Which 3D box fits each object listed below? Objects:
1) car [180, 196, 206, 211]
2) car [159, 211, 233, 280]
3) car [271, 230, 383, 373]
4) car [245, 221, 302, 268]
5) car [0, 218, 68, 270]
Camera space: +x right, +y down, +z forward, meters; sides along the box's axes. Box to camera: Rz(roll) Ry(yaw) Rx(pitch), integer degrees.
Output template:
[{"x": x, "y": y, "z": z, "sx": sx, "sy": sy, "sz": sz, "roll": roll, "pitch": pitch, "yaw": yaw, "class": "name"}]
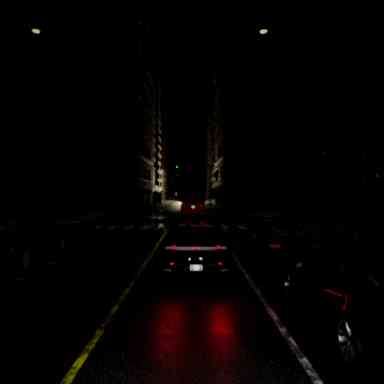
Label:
[{"x": 0.096, "y": 1.357, "z": 31.202, "sx": 2.150, "sy": 2.045, "sz": 5.566, "roll": 0, "pitch": 0, "yaw": 0, "class": "car"}, {"x": 0.100, "y": 1.543, "z": 10.113, "sx": 2.128, "sy": 1.511, "sz": 4.902, "roll": 0, "pitch": 0, "yaw": 0, "class": "car"}, {"x": 2.868, "y": 1.594, "z": 5.590, "sx": 1.947, "sy": 1.339, "sz": 4.313, "roll": -1, "pitch": 0, "yaw": 0, "class": "car"}, {"x": 2.871, "y": 1.638, "z": 11.176, "sx": 1.802, "sy": 1.307, "sz": 4.206, "roll": -1, "pitch": 0, "yaw": 0, "class": "car"}, {"x": -5.675, "y": 1.601, "z": 11.176, "sx": 1.887, "sy": 1.381, "sz": 4.507, "roll": -1, "pitch": 0, "yaw": 0, "class": "car"}]
